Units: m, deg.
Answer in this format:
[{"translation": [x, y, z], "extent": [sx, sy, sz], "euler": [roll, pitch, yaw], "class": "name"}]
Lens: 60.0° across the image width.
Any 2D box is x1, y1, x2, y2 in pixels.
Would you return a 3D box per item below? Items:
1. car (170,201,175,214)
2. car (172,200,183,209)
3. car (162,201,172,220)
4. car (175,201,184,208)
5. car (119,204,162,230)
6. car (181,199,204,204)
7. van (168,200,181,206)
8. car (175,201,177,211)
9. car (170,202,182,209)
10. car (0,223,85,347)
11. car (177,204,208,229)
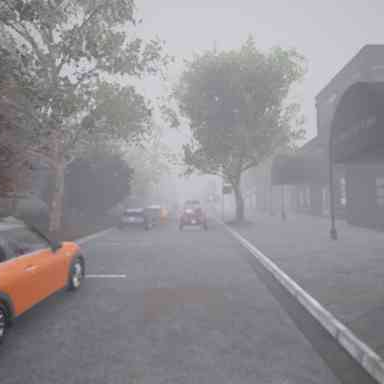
[{"translation": [-3.652, 2.158, 39.544], "extent": [2.097, 1.535, 5.008], "euler": [0, -1, 2], "class": "car"}, {"translation": [-3.418, 2.943, 78.910], "extent": [2.185, 1.767, 4.553], "euler": [-1, -1, 2], "class": "car"}, {"translation": [-3.644, 2.013, 33.985], "extent": [2.097, 1.535, 5.008], "euler": [1, -2, 2], "class": "car"}, {"translation": [-3.178, 3.182, 84.608], "extent": [2.097, 1.535, 5.008], "euler": [0, -1, 2], "class": "car"}, {"translation": [-3.640, 1.753, 22.879], "extent": [2.163, 1.488, 4.792], "euler": [1, -2, 2], "class": "car"}, {"translation": [0.095, 1.935, 40.926], "extent": [2.150, 2.045, 5.566], "euler": [0, -2, 0], "class": "car"}, {"translation": [-3.639, 2.487, 61.954], "extent": [1.878, 1.987, 4.442], "euler": [1, -1, 2], "class": "van"}, {"translation": [-3.656, 2.333, 45.148], "extent": [2.163, 1.488, 4.792], "euler": [0, -1, 2], "class": "car"}, {"translation": [-3.418, 2.958, 73.199], "extent": [2.231, 1.521, 4.892], "euler": [0, -1, 2], "class": "car"}, {"translation": [-3.656, 1.348, 6.143], "extent": [2.185, 1.767, 4.553], "euler": [0, 0, 2], "class": "car"}, {"translation": [0.096, 1.791, 23.719], "extent": [1.812, 1.442, 4.674], "euler": [0, -1, 0], "class": "car"}]
